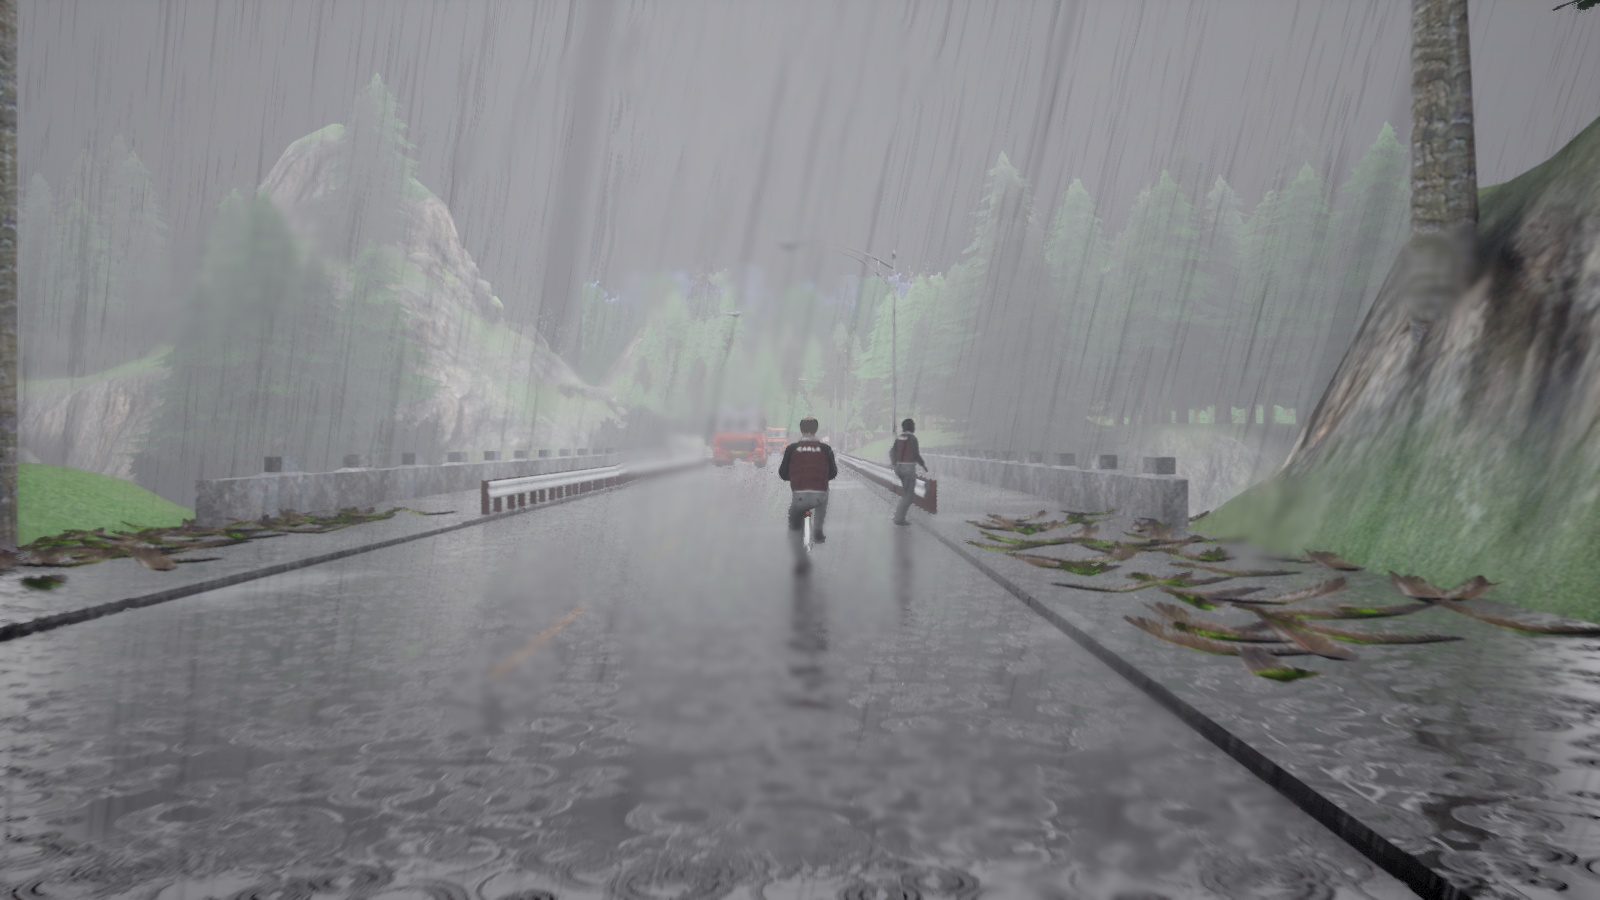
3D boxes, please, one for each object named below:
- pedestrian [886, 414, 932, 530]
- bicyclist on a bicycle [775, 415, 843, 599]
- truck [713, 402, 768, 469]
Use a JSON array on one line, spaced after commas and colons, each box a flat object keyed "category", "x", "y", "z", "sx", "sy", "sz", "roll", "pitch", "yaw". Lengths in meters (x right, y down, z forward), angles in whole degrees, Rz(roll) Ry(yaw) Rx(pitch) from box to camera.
[{"category": "pedestrian", "x": 1.831, "y": 0.359, "z": 21.134, "sx": 0.666, "sy": 1.930, "sz": 0.402, "roll": 0, "pitch": 0, "yaw": -30}, {"category": "bicyclist on a bicycle", "x": 0.092, "y": 0.544, "z": 13.024, "sx": 0.659, "sy": 1.776, "sz": 1.843, "roll": 0, "pitch": 1, "yaw": 0}, {"category": "truck", "x": -3.530, "y": -0.854, "z": 76.761, "sx": 2.891, "sy": 3.827, "sz": 8.468, "roll": 0, "pitch": 0, "yaw": 0}]
